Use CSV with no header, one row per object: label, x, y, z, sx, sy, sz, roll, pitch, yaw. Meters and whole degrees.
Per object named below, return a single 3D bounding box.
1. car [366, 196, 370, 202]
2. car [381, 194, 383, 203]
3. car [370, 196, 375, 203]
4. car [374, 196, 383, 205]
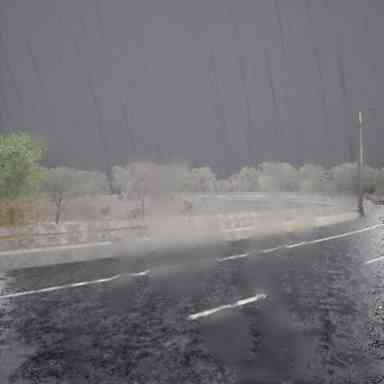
car,38.458,1.600,70.908,2.128,1.511,4.902,0,0,9
car,41.877,1.412,70.155,2.097,1.767,4.553,0,0,9
car,37.058,1.571,64.937,2.097,1.767,4.553,0,0,15
car,36.277,1.792,62.200,1.895,1.301,4.718,0,0,15
